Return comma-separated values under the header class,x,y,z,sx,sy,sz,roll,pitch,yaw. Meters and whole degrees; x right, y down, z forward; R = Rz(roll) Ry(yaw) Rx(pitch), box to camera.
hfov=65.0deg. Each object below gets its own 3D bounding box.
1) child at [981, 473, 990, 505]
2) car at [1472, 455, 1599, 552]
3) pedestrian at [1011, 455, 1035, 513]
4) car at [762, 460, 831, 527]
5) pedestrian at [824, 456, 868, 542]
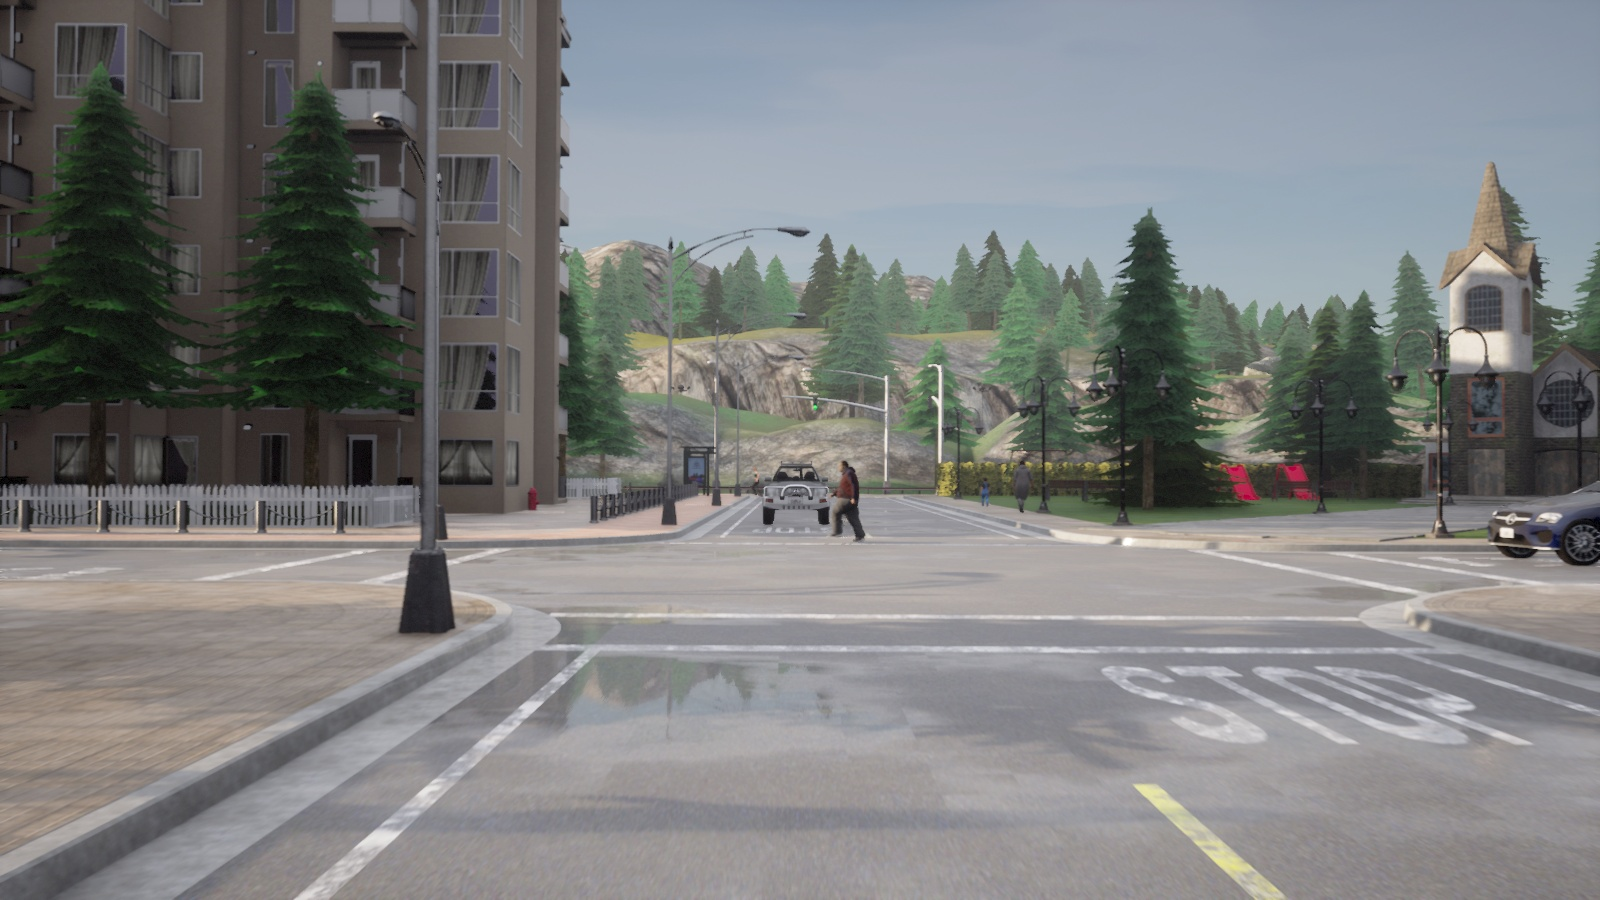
class,x,y,z,sx,sy,sz,roll,pitch,yaw
child,7.531,1.578,50.946,0.270,1.263,0.437,0,-1,-2
car,15.235,0.927,22.676,5.027,1.651,2.152,0,-1,-1
pedestrian,7.680,1.169,43.283,0.659,1.952,0.873,0,-1,-1
car,-0.096,1.258,37.417,1.932,1.855,4.605,0,-1,0
pedestrian,0.990,1.053,27.203,0.899,1.844,0.634,0,-1,0
